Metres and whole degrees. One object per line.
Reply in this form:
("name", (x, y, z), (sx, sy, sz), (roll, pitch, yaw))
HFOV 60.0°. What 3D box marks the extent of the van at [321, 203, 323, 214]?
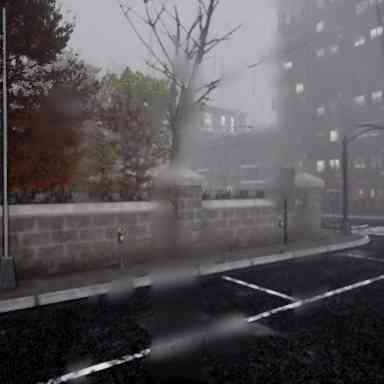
("van", (10.824, 1.544, 32.891), (1.690, 1.788, 3.998), (-2, 0, -36))
